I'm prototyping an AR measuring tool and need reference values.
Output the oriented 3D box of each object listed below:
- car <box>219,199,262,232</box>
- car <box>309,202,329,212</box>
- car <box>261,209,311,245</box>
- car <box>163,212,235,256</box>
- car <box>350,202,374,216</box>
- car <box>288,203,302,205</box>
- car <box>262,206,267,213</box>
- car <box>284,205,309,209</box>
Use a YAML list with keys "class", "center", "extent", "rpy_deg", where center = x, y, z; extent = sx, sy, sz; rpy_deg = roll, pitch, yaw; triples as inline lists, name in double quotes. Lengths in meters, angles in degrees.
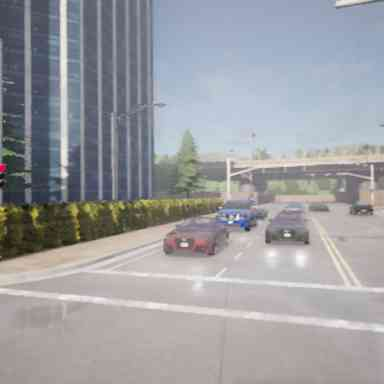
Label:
- class: "car"
  center: [3.232, 1.540, 23.053]
  extent: [2.150, 2.045, 5.566]
  rpy_deg: [-1, -1, 18]
- class: "car"
  center: [17.700, 2.053, 46.702]
  extent: [1.994, 1.385, 4.181]
  rpy_deg: [-1, 0, 6]
- class: "car"
  center: [4.881, 1.768, 16.821]
  extent: [1.994, 1.385, 4.181]
  rpy_deg: [-1, -1, 18]
- class: "car"
  center: [0.334, 1.782, 14.175]
  extent: [1.994, 1.385, 4.181]
  rpy_deg: [-1, -1, 18]
- class: "car"
  center: [19.196, 1.829, 37.788]
  extent: [1.882, 1.535, 5.008]
  rpy_deg: [-1, -1, 18]
- class: "car"
  center: [10.737, 1.882, 34.599]
  extent: [1.882, 1.535, 5.008]
  rpy_deg: [-1, -1, 19]
- class: "car"
  center: [6.367, 2.026, 32.556]
  extent: [1.895, 1.301, 4.718]
  rpy_deg: [-1, -1, 18]
- class: "car"
  center: [7.606, 1.899, 25.143]
  extent: [1.895, 1.301, 4.718]
  rpy_deg: [-1, -1, 18]
